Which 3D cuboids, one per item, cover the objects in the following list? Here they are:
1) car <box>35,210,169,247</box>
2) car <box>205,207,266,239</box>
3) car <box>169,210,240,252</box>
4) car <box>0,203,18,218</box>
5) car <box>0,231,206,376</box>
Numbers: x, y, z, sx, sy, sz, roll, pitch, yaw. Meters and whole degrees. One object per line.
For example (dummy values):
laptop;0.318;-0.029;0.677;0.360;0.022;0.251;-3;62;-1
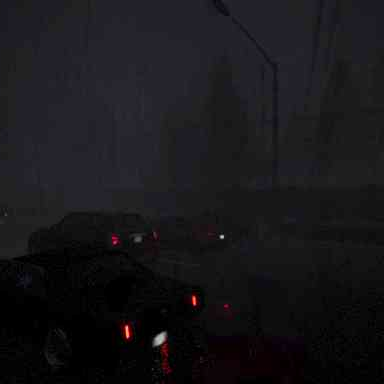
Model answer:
car;-3.245;1.356;10.609;4.553;1.767;2.097;0;0;36
car;1.130;1.495;16.086;4.902;1.511;2.128;0;0;36
car;-0.565;1.568;12.995;4.181;1.385;1.994;0;0;36
car;-17.367;1.617;29.284;4.718;1.301;1.895;0;0;36
car;-2.220;1.603;5.578;4.718;1.301;1.895;0;0;36
